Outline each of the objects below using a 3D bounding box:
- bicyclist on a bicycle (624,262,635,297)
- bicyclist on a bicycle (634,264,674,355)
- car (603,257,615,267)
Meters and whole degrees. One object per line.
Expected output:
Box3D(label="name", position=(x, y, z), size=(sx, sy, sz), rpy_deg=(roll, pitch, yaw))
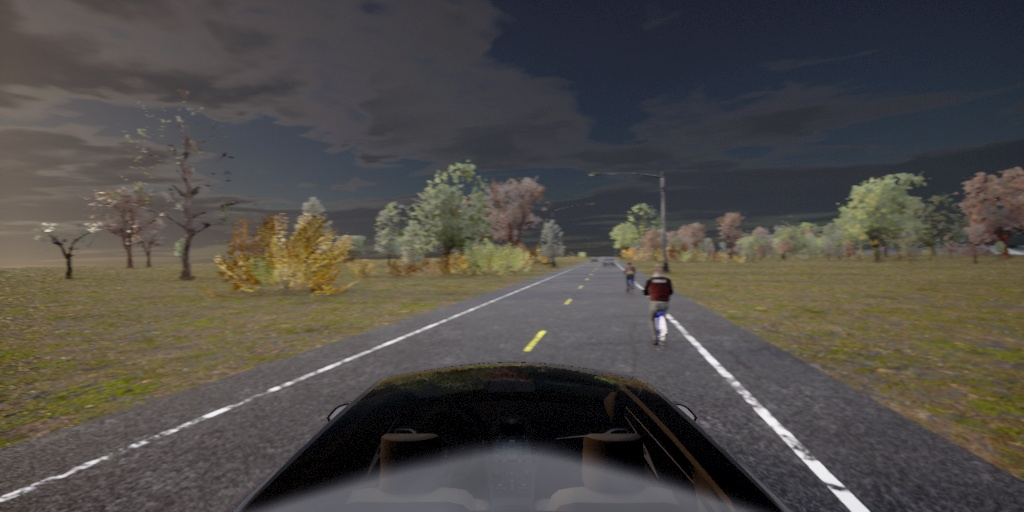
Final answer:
Box3D(label="bicyclist on a bicycle", position=(5.577, 1.094, 16.907), size=(0.582, 1.620, 1.656), rpy_deg=(-2, -1, 15))
Box3D(label="bicyclist on a bicycle", position=(3.068, 1.049, 7.541), size=(0.659, 1.776, 1.843), rpy_deg=(-2, 0, 15))
Box3D(label="car", position=(16.323, 0.989, 60.388), size=(2.128, 1.511, 4.902), rpy_deg=(-2, -1, 15))
